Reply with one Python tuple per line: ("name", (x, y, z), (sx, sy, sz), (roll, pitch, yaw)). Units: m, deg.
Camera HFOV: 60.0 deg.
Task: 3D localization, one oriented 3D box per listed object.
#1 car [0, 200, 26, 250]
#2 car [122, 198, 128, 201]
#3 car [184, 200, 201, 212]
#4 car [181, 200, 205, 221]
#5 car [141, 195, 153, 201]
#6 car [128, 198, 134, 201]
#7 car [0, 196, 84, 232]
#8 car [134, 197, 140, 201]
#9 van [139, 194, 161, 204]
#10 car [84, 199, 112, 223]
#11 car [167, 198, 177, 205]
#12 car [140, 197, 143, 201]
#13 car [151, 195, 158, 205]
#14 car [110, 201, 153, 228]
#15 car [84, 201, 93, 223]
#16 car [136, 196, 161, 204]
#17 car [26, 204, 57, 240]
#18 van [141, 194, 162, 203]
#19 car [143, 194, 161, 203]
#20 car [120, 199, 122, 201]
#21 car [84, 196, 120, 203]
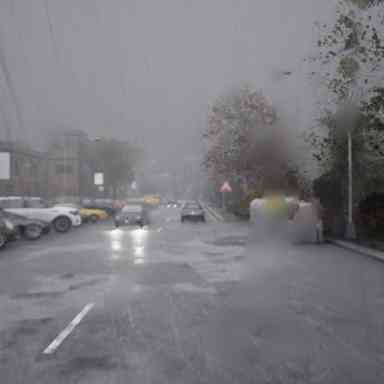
("car", (-9.327, 1.391, 13.071), (4.553, 1.767, 2.185), (-1, 0, -20))
("car", (-9.269, 1.472, 34.076), (4.553, 1.767, 2.185), (-1, -1, -20))
("car", (0.063, 1.713, 41.753), (1.994, 1.385, 4.181), (0, 0, 0))
("car", (0.077, 1.650, 28.498), (1.994, 1.385, 4.181), (0, 0, 0))
("car", (-9.177, 1.697, 52.089), (4.892, 1.521, 2.231), (-1, -1, -20))
("car", (-9.253, 1.486, 37.078), (4.553, 1.767, 2.185), (-1, -1, -20))
("car", (-9.300, 1.284, 19.086), (5.566, 2.045, 2.435), (-1, 0, -20))
("car", (-9.179, 1.656, 40.097), (4.792, 1.488, 2.163), (-1, -1, -20))
("van", (-9.317, 1.515, 73.054), (4.442, 1.987, 1.878), (-1, 1, -20))
("car", (-9.113, 1.552, 25.143), (5.366, 1.575, 1.946), (-1, -1, -20))
("car", (-3.861, 1.827, 64.801), (2.033, 1.411, 5.357), (0, 0, 0))
("car", (-9.197, 1.684, 43.088), (4.674, 1.452, 2.002), (-1, -1, -20))
("car", (-8.991, 1.708, 55.153), (5.366, 1.575, 1.946), (-1, -1, -20))
("car", (-4.061, 1.590, 23.146), (1.812, 1.442, 4.674), (0, 0, 0))
("car", (-9.276, 1.576, 22.086), (4.792, 1.488, 2.163), (-1, -1, -20))
("car", (-9.194, 1.761, 70.109), (5.008, 1.535, 2.097), (-1, 0, -20))
("car", (-9.315, 1.556, 16.085), (4.792, 1.488, 2.163), (-1, 0, -20))
("van", (-9.336, 1.494, 76.055), (4.442, 1.987, 1.878), (-1, 1, -20))
("car", (-9.344, 1.774, 67.040), (5.366, 1.575, 1.946), (-1, 0, -20))
("car", (-9.249, 1.623, 31.079), (4.674, 1.452, 2.002), (-1, 0, -20))
("car", (-9.259, 1.318, 28.102), (5.566, 2.045, 2.435), (-1, -1, -20))
